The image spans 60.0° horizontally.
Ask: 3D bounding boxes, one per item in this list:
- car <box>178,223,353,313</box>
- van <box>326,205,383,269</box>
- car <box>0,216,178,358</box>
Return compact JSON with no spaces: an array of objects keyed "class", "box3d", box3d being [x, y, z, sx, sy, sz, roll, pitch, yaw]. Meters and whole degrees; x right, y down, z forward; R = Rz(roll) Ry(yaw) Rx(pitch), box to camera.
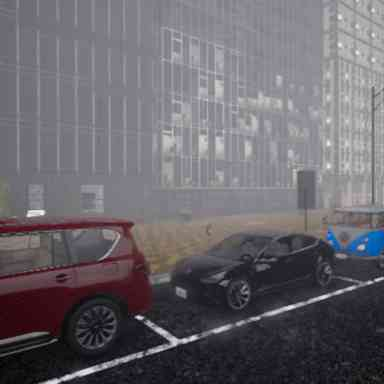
[{"class":"car","box3d":[1.567,1.564,7.685,4.313,1.339,1.947,0,0,-36]},{"class":"van","box3d":[6.061,1.339,10.895,3.998,1.788,1.690,0,0,-36]},{"class":"car","box3d":[-2.929,1.314,4.477,5.009,1.841,2.192,0,0,-36]}]
